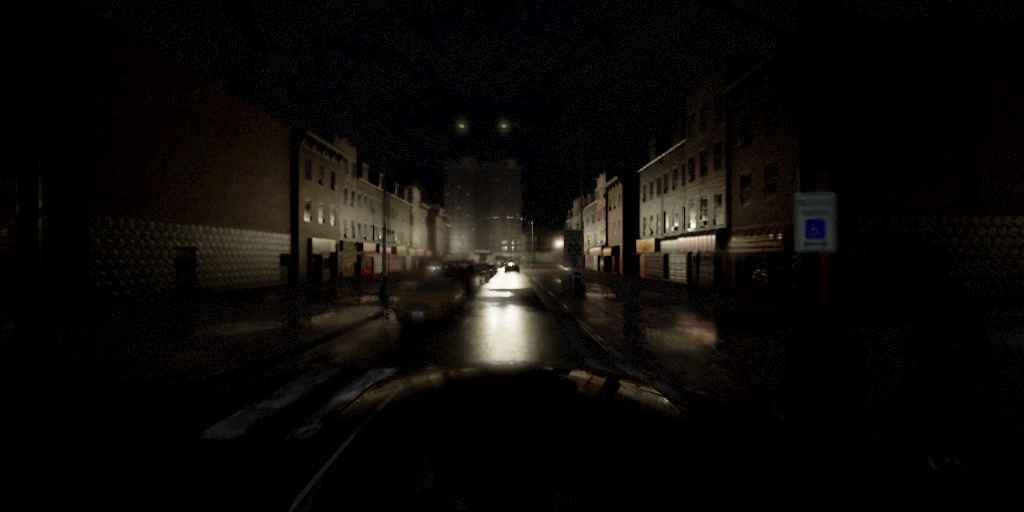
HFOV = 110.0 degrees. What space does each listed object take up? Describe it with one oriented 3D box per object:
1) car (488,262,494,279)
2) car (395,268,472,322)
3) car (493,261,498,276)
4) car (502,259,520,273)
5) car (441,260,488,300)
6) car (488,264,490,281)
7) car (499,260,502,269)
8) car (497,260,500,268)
[{"bbox_3d":[-2.646,1.374,28.792,1.751,1.417,4.829,0,0,0],"label":"car"},{"bbox_3d":[-2.641,1.313,12.436,1.751,1.417,4.829,0,0,0],"label":"car"},{"bbox_3d":[-2.647,1.435,34.414,1.948,1.339,4.313,0,0,0],"label":"car"},{"bbox_3d":[0.018,1.481,46.664,1.994,1.385,4.181,0,0,1],"label":"car"},{"bbox_3d":[-2.642,1.122,18.058,2.192,1.841,5.009,0,0,0],"label":"car"},{"bbox_3d":[-2.644,1.410,23.510,1.802,1.307,4.207,0,0,0],"label":"car"},{"bbox_3d":[-2.650,1.462,45.318,2.007,1.370,4.403,0,0,0],"label":"car"},{"bbox_3d":[-2.649,1.456,39.866,1.948,1.339,4.313,0,0,0],"label":"car"}]
